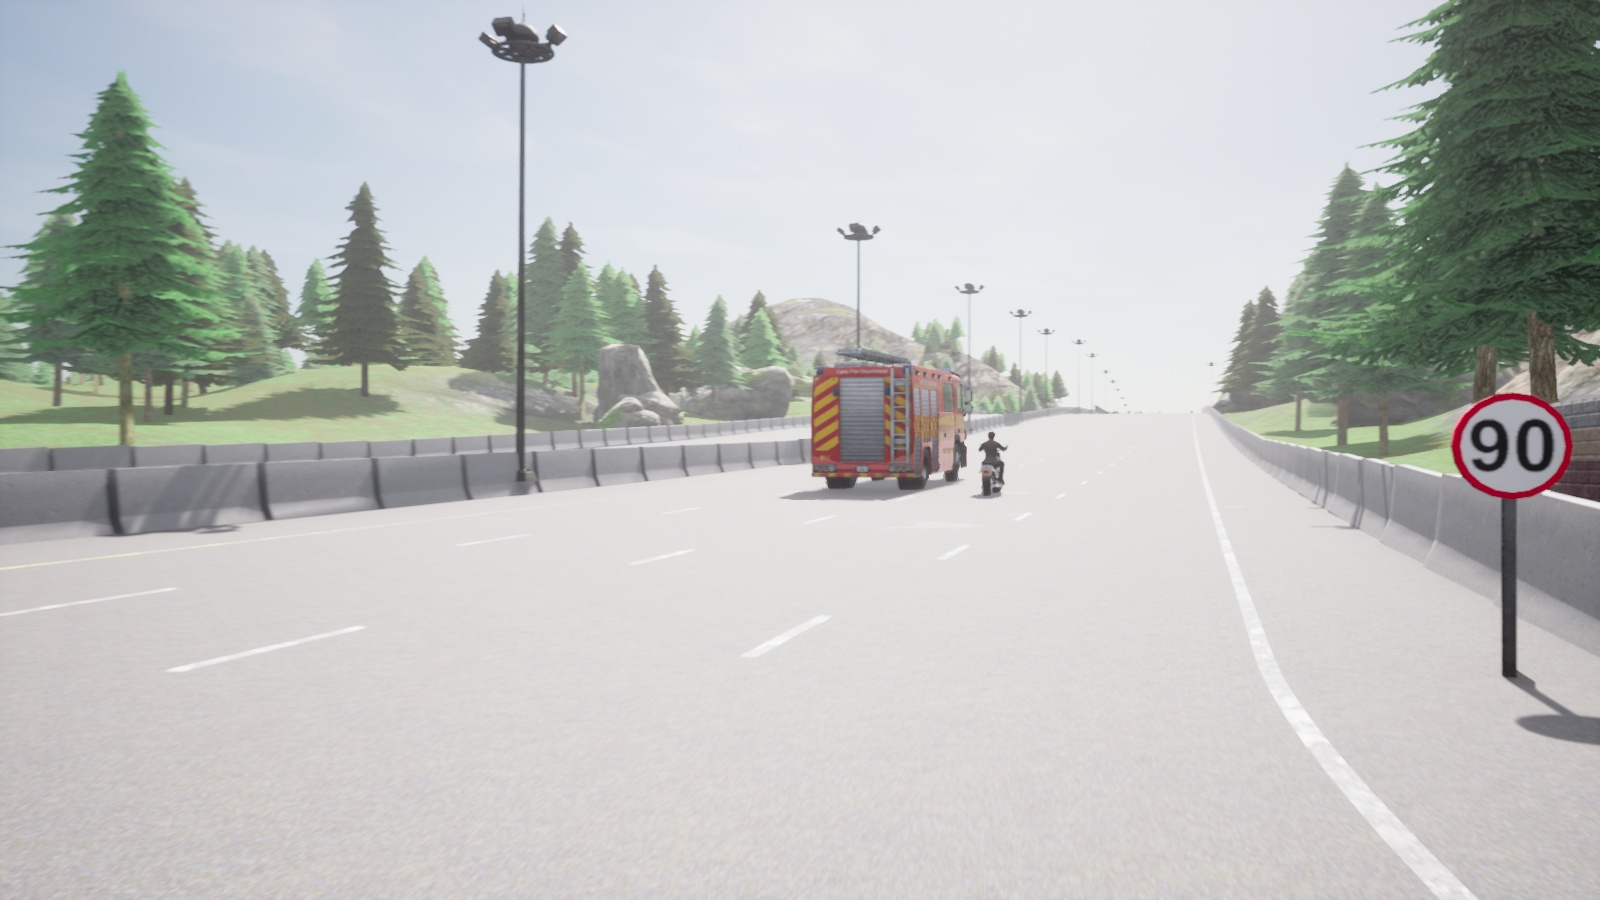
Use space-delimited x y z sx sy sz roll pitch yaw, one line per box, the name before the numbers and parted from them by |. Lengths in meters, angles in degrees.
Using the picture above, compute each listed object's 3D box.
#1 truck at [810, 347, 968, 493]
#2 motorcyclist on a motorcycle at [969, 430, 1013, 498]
truck | 2.886 -0.889 37.460 2.891 3.827 8.468 0 1 17
motorcyclist on a motorcycle | 4.901 0.328 32.097 0.766 1.649 2.350 0 1 17
